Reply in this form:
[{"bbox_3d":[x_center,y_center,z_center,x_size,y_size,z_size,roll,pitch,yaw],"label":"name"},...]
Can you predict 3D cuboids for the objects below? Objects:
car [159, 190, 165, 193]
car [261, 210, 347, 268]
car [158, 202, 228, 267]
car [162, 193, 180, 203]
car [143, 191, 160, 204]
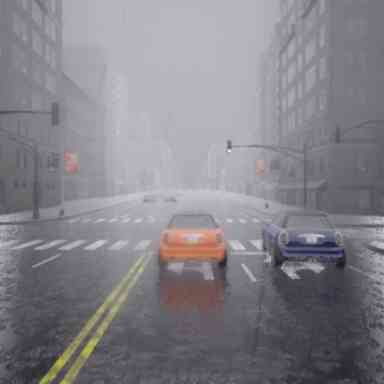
[{"bbox_3d":[-6.514,0.377,68.454,1.882,1.535,5.008,0,1,0],"label":"car"},{"bbox_3d":[3.692,1.414,11.752,2.097,1.767,4.553,0,0,6],"label":"car"},{"bbox_3d":[0.034,1.414,11.783,2.097,1.767,4.553,0,0,0],"label":"car"},{"bbox_3d":[-3.338,1.157,52.541,1.895,1.301,4.718,0,1,0],"label":"car"},{"bbox_3d":[-6.587,1.061,52.510,1.837,1.490,4.892,0,1,0],"label":"car"}]
